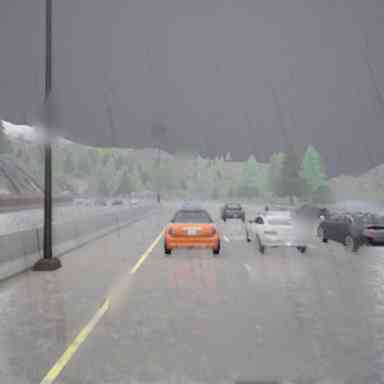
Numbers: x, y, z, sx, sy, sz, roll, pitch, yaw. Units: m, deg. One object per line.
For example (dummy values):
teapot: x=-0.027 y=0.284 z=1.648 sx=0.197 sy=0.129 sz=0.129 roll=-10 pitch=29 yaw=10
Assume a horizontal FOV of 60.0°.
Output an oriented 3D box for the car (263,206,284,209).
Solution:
car: x=7.014 y=1.874 z=29.097 sx=1.895 sy=1.301 sz=4.718 roll=0 pitch=0 yaw=0

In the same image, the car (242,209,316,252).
car: x=3.513 y=1.661 z=14.366 sx=1.812 sy=1.442 sz=4.674 roll=0 pitch=0 yaw=0

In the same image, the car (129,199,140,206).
car: x=-12.005 y=2.175 z=69.813 sx=1.812 sy=1.442 sz=4.674 roll=0 pitch=-1 yaw=-8

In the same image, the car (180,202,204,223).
car: x=0.020 y=1.754 z=29.476 sx=1.882 sy=1.535 sz=5.008 roll=0 pitch=0 yaw=0

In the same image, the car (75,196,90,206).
car: x=-22.308 y=1.856 z=67.737 sx=2.150 sy=2.045 sz=5.566 roll=0 pitch=-1 yaw=-8

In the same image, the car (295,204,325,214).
car: x=10.518 y=1.782 z=29.298 sx=1.837 sy=1.490 sz=4.892 roll=0 pitch=0 yaw=0

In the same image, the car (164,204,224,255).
car: x=0.009 y=1.483 z=14.080 sx=2.097 sy=1.767 sz=4.553 roll=0 pitch=-1 yaw=0

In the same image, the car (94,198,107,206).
car: x=-18.881 y=1.991 z=68.478 sx=2.097 sy=1.767 sz=4.553 roll=0 pitch=-1 yaw=-8

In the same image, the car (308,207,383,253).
car: x=7.012 y=1.627 z=14.290 sx=2.128 sy=1.511 sz=4.902 roll=0 pitch=0 yaw=0

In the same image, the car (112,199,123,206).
car: x=-15.440 y=2.198 z=69.130 sx=1.994 sy=1.385 sz=4.181 roll=0 pitch=-1 yaw=-8

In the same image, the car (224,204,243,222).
car: x=3.518 y=1.767 z=29.293 sx=2.128 sy=1.511 sz=4.902 roll=0 pitch=0 yaw=0
